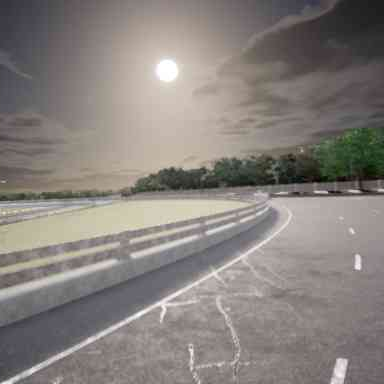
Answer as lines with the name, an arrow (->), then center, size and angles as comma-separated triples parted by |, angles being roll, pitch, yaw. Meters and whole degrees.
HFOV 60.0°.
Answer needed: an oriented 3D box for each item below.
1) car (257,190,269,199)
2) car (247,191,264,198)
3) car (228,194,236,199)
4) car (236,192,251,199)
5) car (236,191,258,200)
car -> 15.614, 0.598, 76.096 | 2.150, 2.045, 5.566 | -2, 0, -11
car -> 16.594, 0.636, 87.037 | 2.097, 1.767, 4.553 | -2, 0, -19
car -> 9.876, 1.150, 85.110 | 1.895, 1.301, 4.718 | -2, 0, -19
car -> 13.235, 0.918, 86.074 | 1.837, 1.490, 4.892 | -2, 0, -19
car -> 12.303, 1.050, 74.857 | 2.033, 1.411, 5.357 | -2, 0, -11
